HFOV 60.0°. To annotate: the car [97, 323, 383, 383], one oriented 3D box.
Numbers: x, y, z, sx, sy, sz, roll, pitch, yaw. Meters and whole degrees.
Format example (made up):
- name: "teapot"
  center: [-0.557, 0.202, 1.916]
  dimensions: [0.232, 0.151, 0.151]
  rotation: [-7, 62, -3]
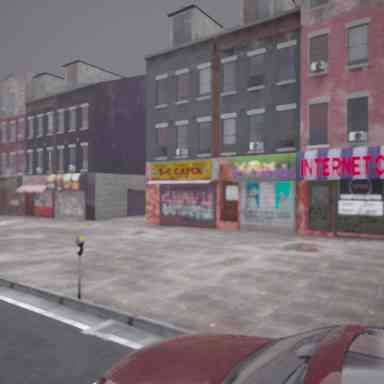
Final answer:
- name: "car"
  center: [1.075, 1.584, 2.031]
  dimensions: [4.206, 1.307, 1.802]
  rotation: [-1, 0, 36]
